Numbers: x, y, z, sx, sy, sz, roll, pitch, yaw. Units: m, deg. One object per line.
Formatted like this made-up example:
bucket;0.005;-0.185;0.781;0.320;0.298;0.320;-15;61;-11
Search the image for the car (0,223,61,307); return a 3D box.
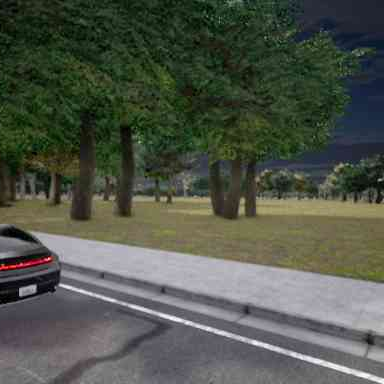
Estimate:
car;-4.783;1.418;7.113;4.892;1.490;1.837;1;0;36
